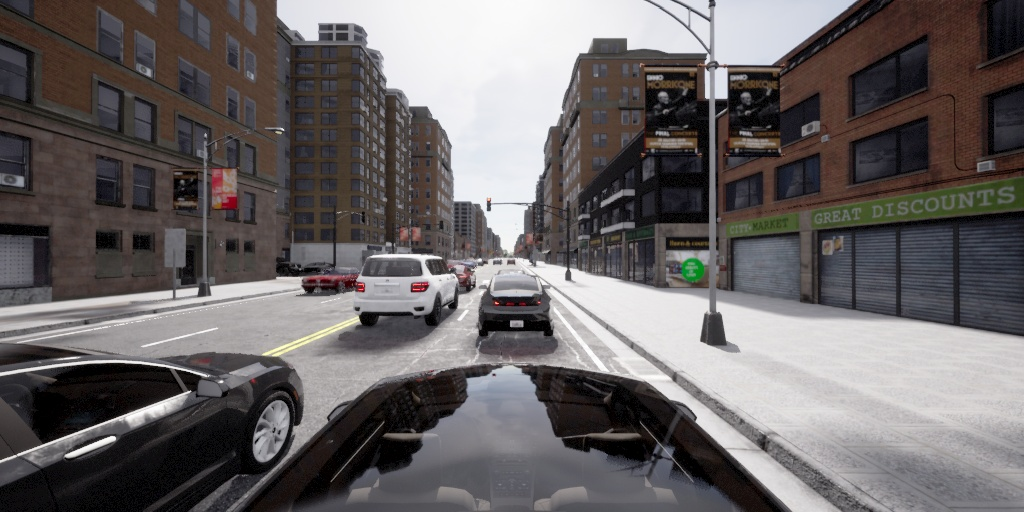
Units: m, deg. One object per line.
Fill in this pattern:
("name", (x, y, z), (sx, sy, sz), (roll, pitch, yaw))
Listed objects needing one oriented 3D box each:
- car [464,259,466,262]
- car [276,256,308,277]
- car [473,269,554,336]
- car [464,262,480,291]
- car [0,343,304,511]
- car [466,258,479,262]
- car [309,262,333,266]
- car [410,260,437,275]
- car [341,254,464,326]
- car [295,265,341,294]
("car", (-6.678, 1.238, 40.144), (1.882, 1.535, 5.008), (0, 0, 0))
("car", (-23.555, 0.973, 35.212), (5.566, 2.045, 2.150), (0, 0, 0))
("car", (0.085, 1.256, 10.348), (1.837, 1.490, 4.892), (0, 0, 0))
("car", (-3.248, 1.279, 21.556), (1.812, 1.442, 4.674), (0, 0, 0))
("car", (-3.153, 1.255, 1.903), (1.837, 1.490, 4.892), (0, 0, 0))
("car", (-6.697, 1.297, 55.566), (1.812, 1.442, 4.674), (0, 0, 0))
("car", (-22.227, 1.346, 40.689), (4.313, 1.339, 1.948), (0, 0, 0))
("car", (-9.925, 1.238, 40.650), (1.882, 1.535, 5.008), (0, 0, 0))
("car", (-3.173, 0.972, 11.856), (2.150, 2.045, 5.566), (0, 0, 1))
("car", (-9.891, 1.353, 20.470), (1.895, 1.301, 4.718), (0, 0, 0))
